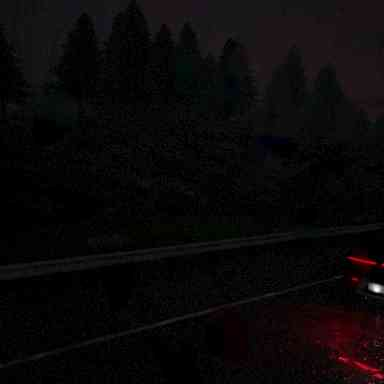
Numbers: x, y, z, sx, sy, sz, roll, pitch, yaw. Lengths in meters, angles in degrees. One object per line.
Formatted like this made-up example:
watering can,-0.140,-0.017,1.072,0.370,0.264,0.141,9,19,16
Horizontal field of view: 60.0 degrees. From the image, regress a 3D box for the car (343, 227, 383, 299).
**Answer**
car,5.295,1.446,7.265,4.892,1.490,1.837,0,0,-34
